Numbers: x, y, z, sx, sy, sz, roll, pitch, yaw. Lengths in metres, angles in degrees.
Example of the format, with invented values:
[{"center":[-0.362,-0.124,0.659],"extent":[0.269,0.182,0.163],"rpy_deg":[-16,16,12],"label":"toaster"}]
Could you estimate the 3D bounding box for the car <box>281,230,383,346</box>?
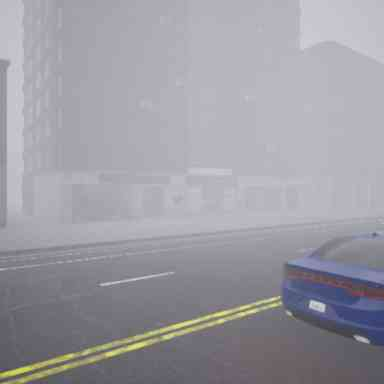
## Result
[{"center":[3.787,1.453,6.143],"extent":[5.008,1.535,1.882],"rpy_deg":[0,0,-35],"label":"car"}]
